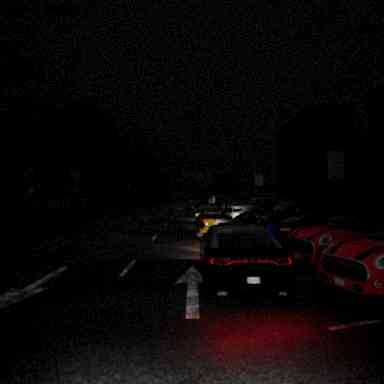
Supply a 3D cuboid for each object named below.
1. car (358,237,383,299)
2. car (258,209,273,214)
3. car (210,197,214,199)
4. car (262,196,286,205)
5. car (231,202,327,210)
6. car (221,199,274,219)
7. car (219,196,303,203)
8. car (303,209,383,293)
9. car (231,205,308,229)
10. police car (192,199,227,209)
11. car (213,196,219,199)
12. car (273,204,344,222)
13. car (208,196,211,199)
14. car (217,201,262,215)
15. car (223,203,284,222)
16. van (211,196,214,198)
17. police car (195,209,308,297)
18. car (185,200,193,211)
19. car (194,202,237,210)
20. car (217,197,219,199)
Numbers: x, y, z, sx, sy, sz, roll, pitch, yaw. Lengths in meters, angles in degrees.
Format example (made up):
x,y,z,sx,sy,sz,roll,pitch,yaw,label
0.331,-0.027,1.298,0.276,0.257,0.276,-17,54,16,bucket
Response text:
x,y,z,sx,sy,sz,roll,pitch,yaw,label
5.282,1.545,5.026,4.792,1.488,2.163,1,0,-20,car
5.327,1.614,14.043,4.674,1.452,2.002,1,-1,-20,car
5.407,1.821,44.072,5.008,1.535,2.097,1,-1,-20,car
18.405,1.869,75.098,2.435,2.045,5.566,0,0,-21,car
5.175,1.611,19.979,5.366,1.575,1.946,1,0,-20,car
5.356,1.587,32.053,4.553,1.767,2.185,1,-1,-20,car
5.346,1.411,26.040,5.566,2.045,2.435,1,0,-20,car
5.348,1.410,8.046,4.553,1.767,2.185,1,0,-20,car
5.331,1.669,23.036,4.792,1.488,2.163,1,0,-20,car
1.206,1.594,24.865,1.930,1.638,5.238,0,0,0,police car
5.444,1.668,41.070,4.553,1.767,2.185,1,0,-20,car
5.355,1.429,11.048,4.553,1.767,2.185,1,0,-20,car
5.434,1.710,59.111,5.566,2.045,2.435,1,-1,-20,car
5.405,1.806,38.061,4.674,1.452,2.002,1,0,-20,car
5.353,1.717,29.037,4.792,1.488,2.163,1,0,-20,car
5.529,1.625,47.119,4.442,1.987,1.878,1,-1,-20,van
1.170,1.479,8.865,1.930,1.638,5.238,0,0,0,police car
0.061,1.839,46.832,1.882,1.535,5.008,0,-1,1,car
1.191,1.579,18.945,1.801,1.575,5.366,0,0,0,car
5.365,1.613,35.054,4.553,1.767,2.185,1,-1,-20,car
